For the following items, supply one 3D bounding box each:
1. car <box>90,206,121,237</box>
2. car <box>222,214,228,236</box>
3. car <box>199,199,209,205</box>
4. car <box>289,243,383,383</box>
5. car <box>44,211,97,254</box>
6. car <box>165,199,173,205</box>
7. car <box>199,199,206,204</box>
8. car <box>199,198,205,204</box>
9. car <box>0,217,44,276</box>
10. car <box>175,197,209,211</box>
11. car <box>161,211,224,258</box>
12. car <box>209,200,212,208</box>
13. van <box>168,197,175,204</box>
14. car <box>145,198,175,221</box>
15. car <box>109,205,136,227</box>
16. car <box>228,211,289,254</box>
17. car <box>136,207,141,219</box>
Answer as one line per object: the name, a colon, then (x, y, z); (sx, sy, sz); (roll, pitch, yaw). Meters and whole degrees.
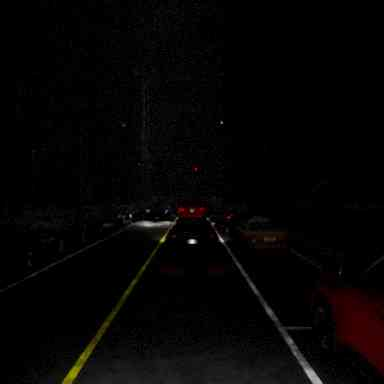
car: (-5.756, 1.745, 19.410); (1.887, 1.381, 4.507); (0, -1, 0)
car: (2.769, 1.766, 19.409); (1.947, 1.339, 4.313); (0, -1, 0)
car: (2.790, 2.375, 78.600); (2.008, 1.369, 4.403); (0, -1, 0)
car: (2.763, 1.348, 3.043); (2.192, 1.841, 5.009); (0, -1, 0)
car: (-5.758, 1.695, 13.953); (2.008, 1.369, 4.403); (0, -1, 0)
car: (-5.733, 2.407, 83.872); (1.752, 1.417, 4.829); (0, -1, 0)
car: (2.794, 2.487, 89.475); (1.887, 1.381, 4.507); (0, -1, 0)
car: (2.796, 2.529, 95.083); (1.752, 1.417, 4.829); (0, -1, 0)
car: (-5.760, 1.529, 8.498); (1.967, 1.590, 4.097); (0, -1, 0)
car: (0.014, 1.499, 26.963); (2.150, 2.045, 5.566); (0, -1, 0)
car: (0.026, 1.704, 13.476); (1.994, 1.385, 4.181); (0, 0, 1)
car: (2.784, 2.090, 62.290); (1.967, 1.590, 4.097); (0, -1, 0)
van: (-5.730, 2.343, 94.918); (1.690, 1.788, 3.998); (0, -1, 0)
car: (-3.008, 1.667, 30.636); (2.097, 1.767, 4.553); (0, 0, 0)
car: (-5.754, 1.697, 24.868); (1.967, 1.590, 4.097); (0, -1, 0)
car: (2.767, 1.671, 14.123); (1.752, 1.417, 4.829); (0, -1, 0)
car: (-5.752, 1.837, 30.154); (1.752, 1.417, 4.829); (0, -1, 0)
